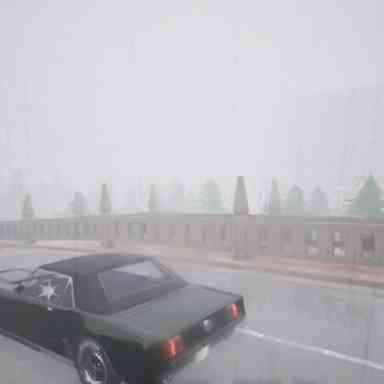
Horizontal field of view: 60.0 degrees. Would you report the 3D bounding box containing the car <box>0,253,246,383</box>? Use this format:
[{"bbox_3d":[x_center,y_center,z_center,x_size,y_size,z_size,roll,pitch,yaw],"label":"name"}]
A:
[{"bbox_3d":[-1.685,1.650,5.194,4.718,1.301,1.895,-1,-1,35],"label":"car"}]
